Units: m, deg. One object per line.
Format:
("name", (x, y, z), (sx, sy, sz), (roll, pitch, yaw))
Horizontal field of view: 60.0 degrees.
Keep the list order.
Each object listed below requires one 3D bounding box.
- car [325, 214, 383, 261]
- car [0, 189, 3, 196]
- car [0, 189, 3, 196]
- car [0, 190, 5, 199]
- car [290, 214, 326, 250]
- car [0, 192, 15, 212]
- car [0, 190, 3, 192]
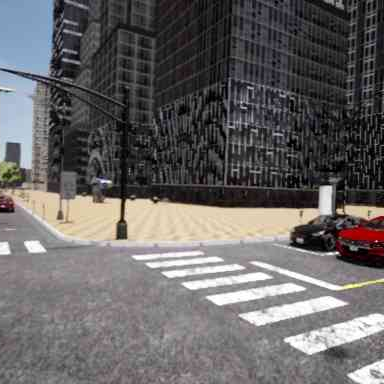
("car", (7.321, 1.613, 11.997), (5.008, 1.535, 1.882), (2, 1, -32))
("car", (-45.082, 0.080, 77.210), (1.887, 1.381, 4.507), (1, 0, -31))
("car", (-42.288, 0.146, 72.497), (1.752, 1.417, 4.829), (1, 0, -31))
("car", (-33.559, 0.434, 57.776), (1.887, 1.381, 4.507), (1, 0, -31))
("car", (6.177, 1.626, 14.337), (4.313, 1.339, 1.947), (2, 1, -31))
("car", (-16.275, 0.971, 28.625), (1.887, 1.381, 4.507), (1, 0, -31))
("car", (-27.797, 0.619, 48.059), (2.008, 1.369, 4.403), (1, 0, -31))
